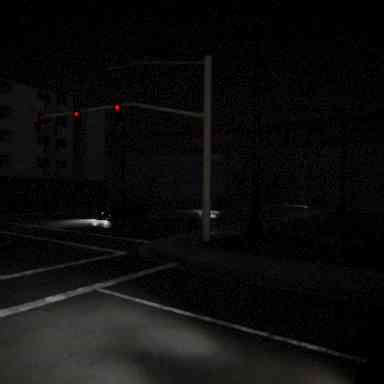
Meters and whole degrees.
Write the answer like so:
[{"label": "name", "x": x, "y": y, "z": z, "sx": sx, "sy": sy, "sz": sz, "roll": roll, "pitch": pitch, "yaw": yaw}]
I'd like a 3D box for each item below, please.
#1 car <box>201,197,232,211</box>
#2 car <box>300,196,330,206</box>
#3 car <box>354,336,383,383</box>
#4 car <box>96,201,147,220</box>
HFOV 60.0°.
[{"label": "car", "x": 2.866, "y": 1.313, "z": 38.538, "sx": 1.837, "sy": 1.490, "sz": 4.892, "roll": 1, "pitch": 1, "yaw": 35}, {"label": "car", "x": 19.140, "y": 1.392, "z": 51.827, "sx": 4.674, "sy": 1.442, "sz": 1.812, "roll": 1, "pitch": 0, "yaw": -15}, {"label": "car", "x": 3.350, "y": 1.602, "z": 1.567, "sx": 4.718, "sy": 1.301, "sz": 1.895, "roll": 0, "pitch": 0, "yaw": 36}, {"label": "car", "x": -5.524, "y": 1.392, "z": 26.383, "sx": 1.994, "sy": 1.385, "sz": 4.181, "roll": 1, "pitch": 1, "yaw": 35}]
